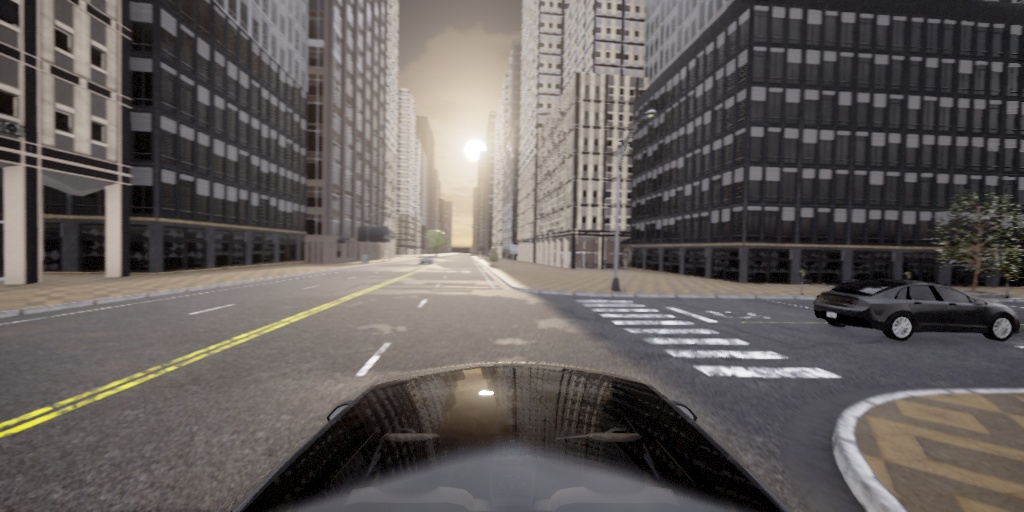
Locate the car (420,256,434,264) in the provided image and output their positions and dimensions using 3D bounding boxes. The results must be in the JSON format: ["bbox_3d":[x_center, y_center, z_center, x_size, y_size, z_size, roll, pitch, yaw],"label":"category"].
[{"bbox_3d":[-14.088,0.633,59.516,1.895,1.301,4.718,1,0,-7],"label":"car"}]

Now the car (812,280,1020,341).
[{"bbox_3d":[11.337,1.454,10.189,4.892,1.490,1.837,1,1,-4],"label":"car"}]
